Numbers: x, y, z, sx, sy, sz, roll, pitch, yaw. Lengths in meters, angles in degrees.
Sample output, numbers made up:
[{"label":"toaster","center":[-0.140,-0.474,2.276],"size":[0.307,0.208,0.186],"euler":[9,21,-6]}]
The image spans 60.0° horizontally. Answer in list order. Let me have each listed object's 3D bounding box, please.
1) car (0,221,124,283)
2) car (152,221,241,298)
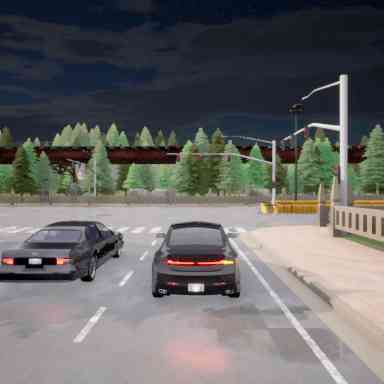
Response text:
[{"label":"car","center":[-3.383,1.547,9.709],"size":[2.033,1.411,5.357],"euler":[0,0,0]},{"label":"car","center":[0.103,1.505,8.519],"size":[1.837,1.490,4.892],"euler":[0,0,1]}]
